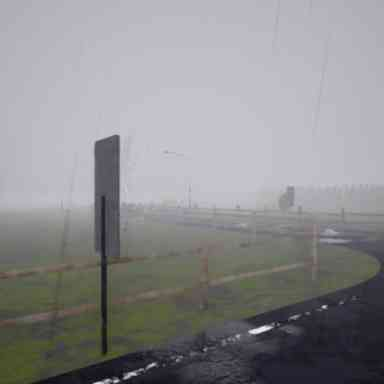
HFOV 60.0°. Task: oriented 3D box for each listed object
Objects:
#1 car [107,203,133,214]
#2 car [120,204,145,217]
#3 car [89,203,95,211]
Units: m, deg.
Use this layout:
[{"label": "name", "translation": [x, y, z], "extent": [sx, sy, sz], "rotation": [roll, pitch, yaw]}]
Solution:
[{"label": "car", "translation": [-10.793, 2.432, 49.677], "extent": [2.033, 1.411, 5.357], "rotation": [0, -1, -34]}, {"label": "car", "translation": [-7.610, 2.242, 39.858], "extent": [2.033, 1.411, 5.357], "rotation": [0, -1, -34]}, {"label": "car", "translation": [-16.393, 2.557, 57.823], "extent": [1.882, 1.535, 5.008], "rotation": [0, -1, -34]}]
